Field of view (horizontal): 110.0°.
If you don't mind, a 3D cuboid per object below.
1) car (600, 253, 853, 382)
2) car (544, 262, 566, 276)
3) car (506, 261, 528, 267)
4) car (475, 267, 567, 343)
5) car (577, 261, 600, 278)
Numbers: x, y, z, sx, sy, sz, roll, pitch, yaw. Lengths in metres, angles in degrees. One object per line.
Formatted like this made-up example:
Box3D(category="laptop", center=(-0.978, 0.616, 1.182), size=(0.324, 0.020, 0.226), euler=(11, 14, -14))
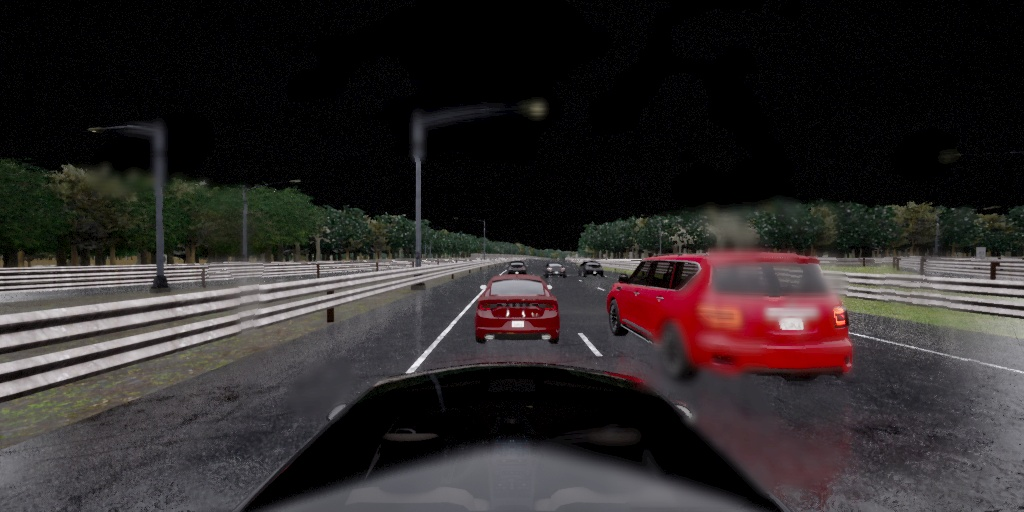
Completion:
Box3D(category="car", center=(3.608, 0.971, 7.282), size=(2.150, 2.045, 5.566), euler=(0, 0, 0))
Box3D(category="car", center=(3.993, 1.279, 33.897), size=(1.812, 1.442, 4.674), euler=(0, 0, 2))
Box3D(category="car", center=(0.515, 1.257, 34.688), size=(1.837, 1.490, 4.892), euler=(0, 0, 1))
Box3D(category="car", center=(0.120, 1.227, 9.720), size=(1.882, 1.535, 5.008), euler=(0, 0, 0))
Box3D(category="car", center=(7.523, 1.257, 34.617), size=(1.837, 1.490, 4.892), euler=(0, -1, 2))
